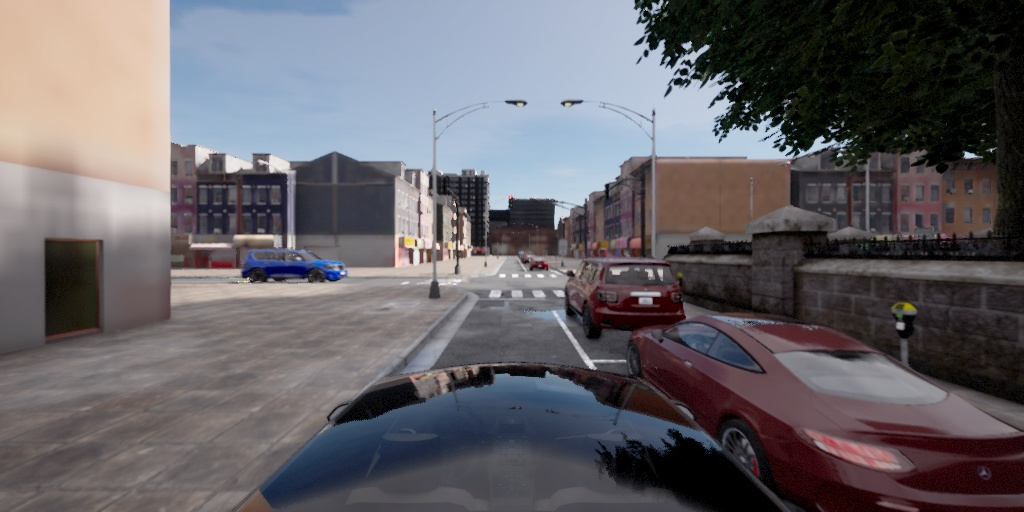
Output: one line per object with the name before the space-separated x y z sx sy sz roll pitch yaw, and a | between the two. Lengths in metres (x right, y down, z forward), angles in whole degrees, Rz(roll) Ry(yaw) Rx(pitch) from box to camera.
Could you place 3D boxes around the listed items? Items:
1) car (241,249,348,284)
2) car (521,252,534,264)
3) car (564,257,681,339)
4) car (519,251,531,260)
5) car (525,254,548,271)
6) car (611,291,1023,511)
car | -12.764 0.643 21.155 5.566 2.045 2.150 0 0 0
car | 2.637 0.496 52.241 1.888 1.381 4.507 0 0 0
car | 2.638 0.933 9.506 2.192 1.841 5.009 0 0 0
car | 2.637 0.187 57.678 2.192 1.841 5.009 0 0 0
car | 2.637 0.740 35.932 1.888 1.381 4.507 0 0 0
car | 2.638 1.292 4.058 1.802 1.307 4.207 0 0 0
